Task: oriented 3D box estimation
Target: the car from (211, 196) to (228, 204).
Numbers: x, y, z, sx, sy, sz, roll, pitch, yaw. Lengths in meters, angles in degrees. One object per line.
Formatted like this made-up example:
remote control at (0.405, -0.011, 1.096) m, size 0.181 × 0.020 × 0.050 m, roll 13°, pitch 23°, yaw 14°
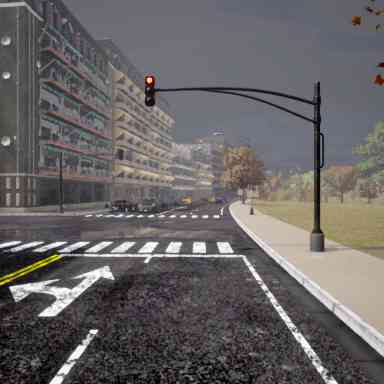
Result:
car at (5.722, 1.783, 68.634) m, size 2.033 × 1.411 × 5.357 m, roll 0°, pitch 0°, yaw 9°

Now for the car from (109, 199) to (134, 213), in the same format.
car at (-8.037, 1.586, 38.379) m, size 1.837 × 1.490 × 4.892 m, roll 0°, pitch 0°, yaw 5°

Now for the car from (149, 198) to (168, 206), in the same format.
car at (-5.738, 1.719, 58.147) m, size 2.033 × 1.411 × 5.357 m, roll 0°, pitch 0°, yaw 8°

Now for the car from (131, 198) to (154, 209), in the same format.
car at (-7.045, 1.672, 48.075) m, size 2.033 × 1.411 × 5.357 m, roll 0°, pitch 0°, yaw 6°

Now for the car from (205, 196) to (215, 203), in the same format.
car at (4.335, 1.729, 79.323) m, size 1.882 × 1.535 × 5.008 m, roll 0°, pitch 0°, yaw 12°

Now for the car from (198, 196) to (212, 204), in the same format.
car at (2.509, 1.728, 69.124) m, size 2.128 × 1.511 × 4.902 m, roll 0°, pitch 0°, yaw 9°

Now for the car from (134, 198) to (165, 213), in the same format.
car at (-4.793, 1.433, 38.154) m, size 2.097 × 1.767 × 4.553 m, roll 0°, pitch 0°, yaw 5°

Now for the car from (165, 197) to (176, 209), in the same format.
car at (-3.892, 1.722, 47.101) m, size 1.895 × 1.301 × 4.718 m, roll 0°, pitch 0°, yaw 7°

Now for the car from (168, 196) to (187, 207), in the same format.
car at (-2.670, 1.713, 56.674) m, size 2.033 × 1.411 × 5.357 m, roll 0°, pitch 0°, yaw 8°

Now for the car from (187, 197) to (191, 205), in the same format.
car at (-1.358, 1.691, 65.569) m, size 1.882 × 1.535 × 5.008 m, roll 0°, pitch 0°, yaw 9°

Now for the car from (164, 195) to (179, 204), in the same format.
car at (-4.211, 1.579, 68.281) m, size 2.097 × 1.767 × 4.553 m, roll 0°, pitch 0°, yaw 9°
